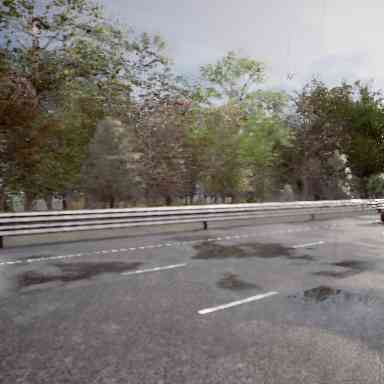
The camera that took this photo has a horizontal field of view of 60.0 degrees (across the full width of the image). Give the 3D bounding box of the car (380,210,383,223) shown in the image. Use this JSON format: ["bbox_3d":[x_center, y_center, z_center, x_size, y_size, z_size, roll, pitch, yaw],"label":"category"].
[{"bbox_3d":[14.872,1.420,22.976,4.181,1.385,1.994,-1,0,-35],"label":"car"}]
